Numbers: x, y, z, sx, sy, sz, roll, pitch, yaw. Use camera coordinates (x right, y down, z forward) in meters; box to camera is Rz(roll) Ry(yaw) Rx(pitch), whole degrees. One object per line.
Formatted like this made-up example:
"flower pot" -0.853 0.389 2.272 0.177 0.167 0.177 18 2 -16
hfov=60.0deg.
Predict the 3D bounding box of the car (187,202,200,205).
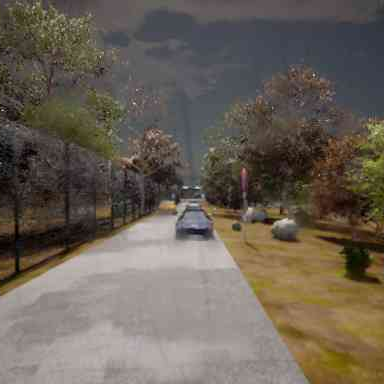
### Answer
"car" 0.207 1.815 35.989 1.812 1.442 4.674 0 -1 0

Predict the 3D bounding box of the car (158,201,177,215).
"car" -2.719 1.792 37.969 1.882 1.535 5.008 0 -1 0

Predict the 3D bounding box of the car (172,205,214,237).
"car" 0.137 1.645 18.426 1.994 1.385 4.181 0 -1 0
